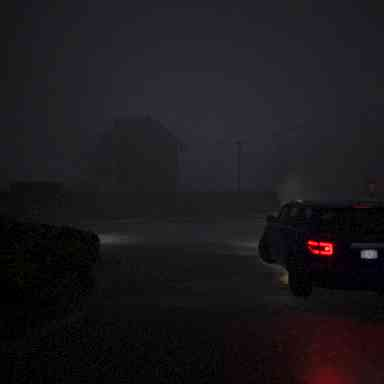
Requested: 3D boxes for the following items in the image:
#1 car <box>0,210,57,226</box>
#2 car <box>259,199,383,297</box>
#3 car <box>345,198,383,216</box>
[{"bbox_3d":[-8.369,1.474,14.053,5.008,1.535,1.882,0,0,-25],"label":"car"},{"bbox_3d":[3.319,1.218,8.696,2.150,2.045,5.566,0,0,2],"label":"car"},{"bbox_3d":[17.685,1.464,33.275,1.882,1.535,5.008,1,0,-7],"label":"car"}]
